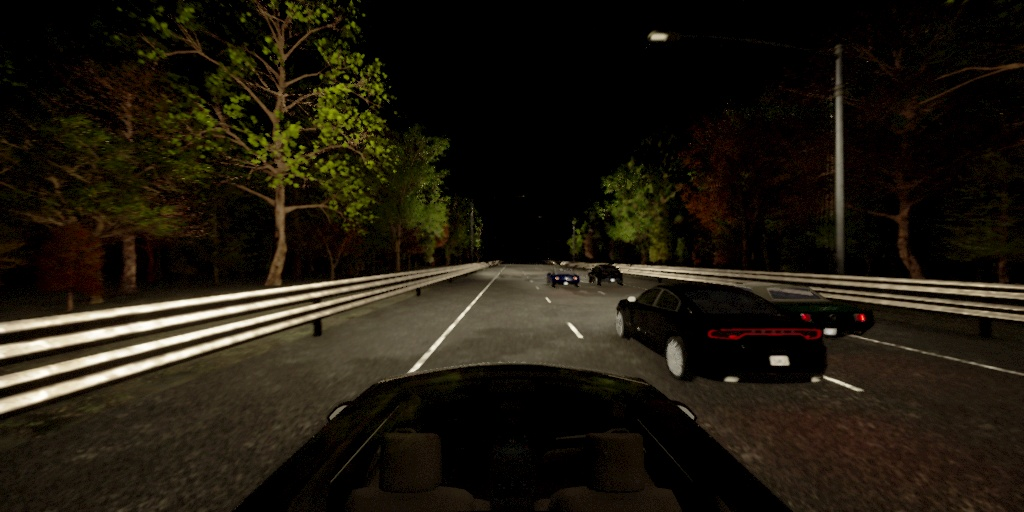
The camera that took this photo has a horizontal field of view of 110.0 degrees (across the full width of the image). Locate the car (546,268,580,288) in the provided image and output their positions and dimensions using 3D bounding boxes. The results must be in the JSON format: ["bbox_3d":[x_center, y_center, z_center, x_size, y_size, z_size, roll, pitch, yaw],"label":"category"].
[{"bbox_3d":[3.595,1.549,26.037,1.895,1.301,4.718,0,0,0],"label":"car"}]

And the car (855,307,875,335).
[{"bbox_3d":[7.096,1.421,10.221,1.895,1.301,4.718,0,0,0],"label":"car"}]

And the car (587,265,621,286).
[{"bbox_3d":[7.094,1.465,27.655,1.837,1.490,4.892,0,-1,0],"label":"car"}]

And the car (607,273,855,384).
[{"bbox_3d":[3.591,1.273,7.284,1.882,1.535,5.008,0,-1,0],"label":"car"}]
